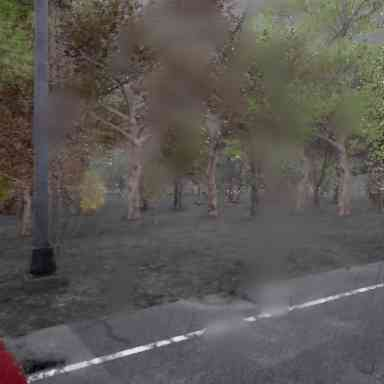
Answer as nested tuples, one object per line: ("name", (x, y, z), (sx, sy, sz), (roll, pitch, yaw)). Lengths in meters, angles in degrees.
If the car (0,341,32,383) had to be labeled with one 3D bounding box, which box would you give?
("car", (-3.104, 1.608, 1.275), (4.718, 1.301, 1.895), (0, 0, -34))
